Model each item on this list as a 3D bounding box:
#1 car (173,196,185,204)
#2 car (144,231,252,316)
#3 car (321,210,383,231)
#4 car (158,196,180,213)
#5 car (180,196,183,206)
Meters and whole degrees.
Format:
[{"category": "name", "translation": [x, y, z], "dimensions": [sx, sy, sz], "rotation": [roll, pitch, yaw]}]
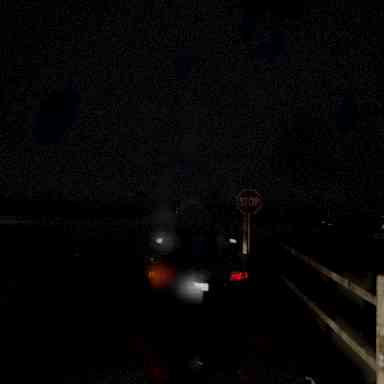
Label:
[{"category": "car", "translation": [-2.612, 1.619, 68.234], "dimensions": [2.033, 1.411, 5.357], "rotation": [0, 0, 1]}, {"category": "car", "translation": [0.112, 1.567, 7.595], "dimensions": [1.994, 1.385, 4.181], "rotation": [0, 0, 0]}, {"category": "car", "translation": [11.760, 2.025, 23.718], "dimensions": [4.892, 1.490, 1.837], "rotation": [3, 0, -2]}, {"category": "car", "translation": [-2.763, 1.518, 37.446], "dimensions": [2.128, 1.511, 4.902], "rotation": [0, 0, 0]}, {"category": "car", "translation": [-2.734, 1.600, 47.441], "dimensions": [1.994, 1.385, 4.181], "rotation": [0, 0, 0]}]
